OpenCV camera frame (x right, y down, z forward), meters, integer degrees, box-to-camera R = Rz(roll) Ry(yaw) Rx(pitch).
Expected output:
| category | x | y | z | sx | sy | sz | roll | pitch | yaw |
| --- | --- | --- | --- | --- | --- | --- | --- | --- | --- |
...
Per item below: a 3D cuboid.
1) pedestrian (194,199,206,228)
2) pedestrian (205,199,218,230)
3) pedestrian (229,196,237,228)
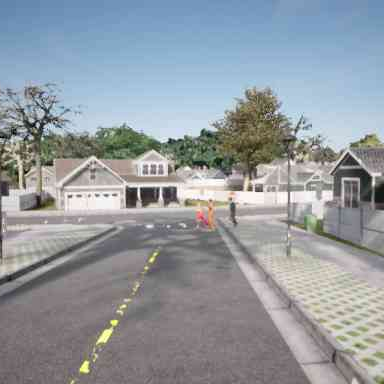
| category | x | y | z | sx | sy | sz | roll | pitch | yaw |
| --- | --- | --- | --- | --- | --- | --- | --- | --- | --- |
| pedestrian | 0.506 | 1.269 | 20.059 | 0.375 | 1.860 | 0.375 | -3 | 3 | 0 |
| pedestrian | 1.149 | 1.270 | 19.462 | 0.375 | 1.860 | 0.375 | -3 | 3 | 0 |
| pedestrian | 2.304 | 1.118 | 18.841 | 0.375 | 1.860 | 0.375 | -3 | 3 | 0 |
